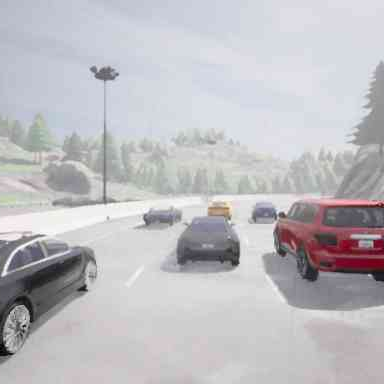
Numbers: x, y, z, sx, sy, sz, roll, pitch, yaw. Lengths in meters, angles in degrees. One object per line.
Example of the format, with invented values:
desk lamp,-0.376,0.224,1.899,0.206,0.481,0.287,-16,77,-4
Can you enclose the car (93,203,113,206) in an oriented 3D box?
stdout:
car,-12.135,1.343,45.585,1.882,1.535,5.008,0,0,13

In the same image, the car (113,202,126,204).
car,-8.544,1.477,45.611,1.895,1.301,4.718,0,0,14

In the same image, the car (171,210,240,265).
car,0.600,1.540,11.719,1.994,1.385,4.181,0,0,4

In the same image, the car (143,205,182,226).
car,-1.860,1.546,22.747,1.895,1.301,4.718,0,0,7

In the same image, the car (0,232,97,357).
car,-3.239,1.469,6.012,2.128,1.511,4.902,0,0,3

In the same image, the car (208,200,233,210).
car,2.407,1.424,27.869,1.882,1.535,5.008,0,0,9

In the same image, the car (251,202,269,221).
car,5.735,1.484,26.469,1.812,1.442,4.674,0,0,9

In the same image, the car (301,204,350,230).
car,8.630,1.578,22.020,1.895,1.301,4.718,0,0,7

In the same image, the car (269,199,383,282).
car,3.966,1.212,9.941,2.150,2.045,5.566,0,0,4
